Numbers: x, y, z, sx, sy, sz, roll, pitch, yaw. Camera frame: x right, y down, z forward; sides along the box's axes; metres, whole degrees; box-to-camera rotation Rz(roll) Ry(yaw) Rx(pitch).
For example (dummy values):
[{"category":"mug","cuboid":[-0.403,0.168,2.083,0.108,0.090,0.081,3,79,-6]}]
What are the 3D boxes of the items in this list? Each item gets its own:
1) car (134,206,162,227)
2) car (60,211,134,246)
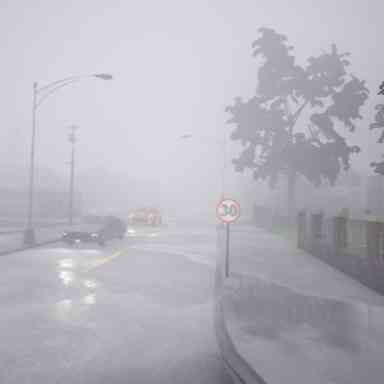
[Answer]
[{"category":"car","cuboid":[-3.958,2.017,28.758,2.097,1.767,4.553,1,-1,5]},{"category":"car","cuboid":[-4.904,1.892,17.558,2.033,1.411,5.357,1,-2,5]}]
